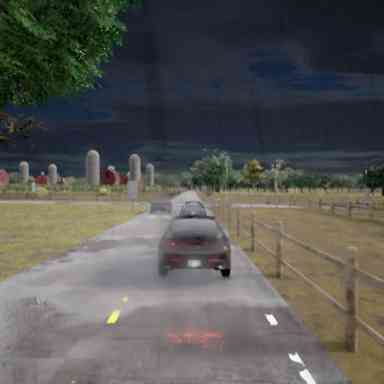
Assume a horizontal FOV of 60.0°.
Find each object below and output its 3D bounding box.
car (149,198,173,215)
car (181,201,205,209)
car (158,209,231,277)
[{"bbox_3d":[-2.811,1.311,31.536,2.033,1.411,5.357,0,0,0],"label":"car"},{"bbox_3d":[0.083,1.378,25.369,1.994,1.385,4.181,0,0,0],"label":"car"},{"bbox_3d":[0.077,1.431,10.000,1.837,1.490,4.892,0,-1,1],"label":"car"}]
